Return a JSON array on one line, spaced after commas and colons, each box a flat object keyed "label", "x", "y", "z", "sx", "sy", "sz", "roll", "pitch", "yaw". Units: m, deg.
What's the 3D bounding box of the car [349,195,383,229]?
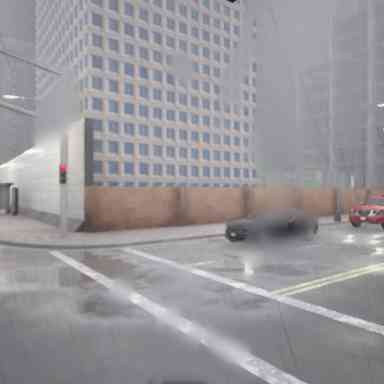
[{"label": "car", "x": 12.432, "y": 1.221, "z": 21.442, "sx": 5.566, "sy": 2.045, "sz": 2.150, "roll": 0, "pitch": 0, "yaw": -36}]

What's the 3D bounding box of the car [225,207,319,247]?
[{"label": "car", "x": 3.740, "y": 1.491, "z": 15.254, "sx": 5.008, "sy": 1.535, "sz": 1.882, "roll": 0, "pitch": 0, "yaw": -35}]
